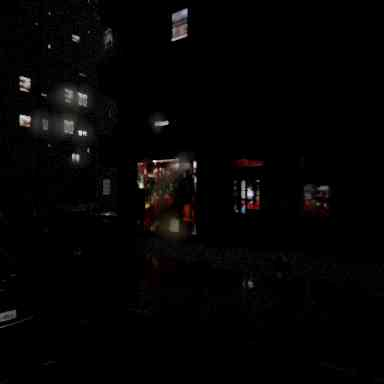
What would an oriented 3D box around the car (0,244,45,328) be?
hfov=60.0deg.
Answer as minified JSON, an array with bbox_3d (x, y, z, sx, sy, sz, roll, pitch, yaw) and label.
[{"bbox_3d":[-4.430,1.548,6.047,4.403,1.369,2.008,0,0,36],"label":"car"}]

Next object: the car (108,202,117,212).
[{"bbox_3d":[-6.161,1.216,32.711,1.994,1.385,4.181,0,1,35],"label":"car"}]

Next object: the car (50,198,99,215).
[{"bbox_3d":[-10.866,1.238,30.492,1.752,1.417,4.829,1,1,35],"label":"car"}]

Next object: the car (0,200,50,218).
[{"bbox_3d":[-13.963,1.338,26.071,2.008,1.369,4.403,1,1,35],"label":"car"}]
